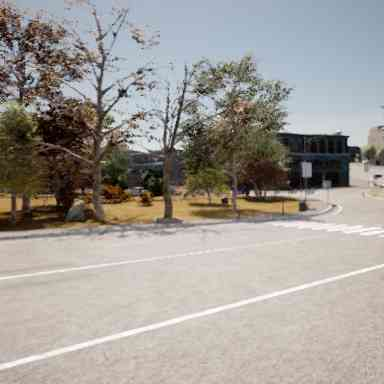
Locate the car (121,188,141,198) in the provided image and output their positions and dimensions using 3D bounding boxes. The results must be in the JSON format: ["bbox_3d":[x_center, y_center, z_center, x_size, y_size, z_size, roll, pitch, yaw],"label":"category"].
[{"bbox_3d":[-13.066,0.189,71.531,2.185,1.767,4.553,-1,2,17],"label":"car"}]

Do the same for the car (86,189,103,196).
[{"bbox_3d":[-22.471,0.261,78.798,2.097,1.535,5.008,0,3,18],"label":"car"}]

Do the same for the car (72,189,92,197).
[{"bbox_3d":[-27.185,0.194,82.313,1.946,1.575,5.366,0,3,19],"label":"car"}]

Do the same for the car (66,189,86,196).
[{"bbox_3d":[-29.437,0.151,84.356,2.097,1.535,5.008,0,3,19],"label":"car"}]

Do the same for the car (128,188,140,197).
[{"bbox_3d":[-10.707,0.051,69.728,2.435,2.045,5.566,-2,2,17],"label":"car"}]

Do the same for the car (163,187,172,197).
[{"bbox_3d":[-3.563,-0.047,64.392,2.435,2.045,5.566,-2,2,16],"label":"car"}]

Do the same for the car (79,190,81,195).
[{"bbox_3d":[-24.821,0.102,80.607,2.185,1.767,4.553,0,2,18],"label":"car"}]

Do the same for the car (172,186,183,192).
[{"bbox_3d":[-1.175,-0.087,62.573,2.435,2.045,5.566,-1,2,16],"label":"car"}]
